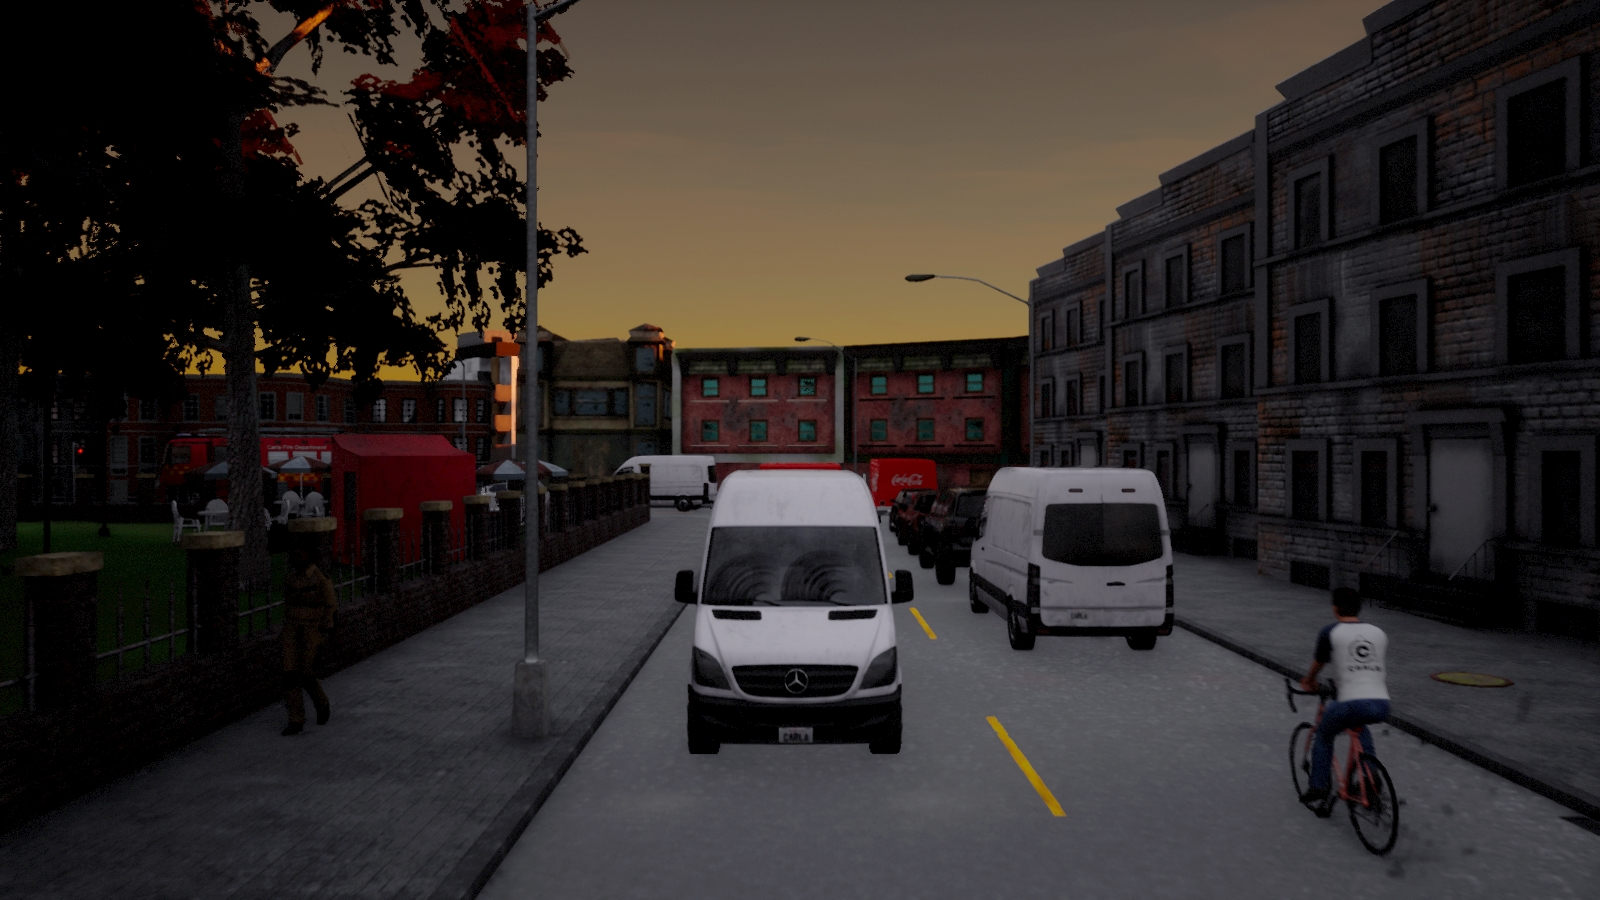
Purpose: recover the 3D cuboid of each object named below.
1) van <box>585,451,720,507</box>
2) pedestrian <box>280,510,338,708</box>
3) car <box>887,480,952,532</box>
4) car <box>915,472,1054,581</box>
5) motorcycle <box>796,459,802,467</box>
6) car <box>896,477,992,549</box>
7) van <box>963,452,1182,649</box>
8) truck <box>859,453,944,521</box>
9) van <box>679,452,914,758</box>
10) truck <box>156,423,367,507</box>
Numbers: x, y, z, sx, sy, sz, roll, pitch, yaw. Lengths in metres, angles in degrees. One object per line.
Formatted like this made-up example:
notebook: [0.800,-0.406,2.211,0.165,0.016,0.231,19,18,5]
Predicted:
van: [-6.825,1.315,53.189,5.915,2.561,1.988,0,0,10]
pedestrian: [-4.763,1.525,11.094,0.375,1.860,0.375,0,0,5]
car: [3.902,1.806,37.852,1.789,1.549,3.705,0,0,0]
car: [3.907,1.559,25.259,2.150,2.045,5.566,0,0,0]
motorcycle: [-0.145,1.961,178.450,0.856,1.236,1.805,0,0,0]
car: [3.954,1.686,32.054,2.097,1.767,4.553,0,0,0]
van: [3.967,1.315,17.836,1.988,2.561,5.915,0,0,0]
truck: [3.831,1.349,44.221,2.627,2.467,5.204,0,0,-2]
van: [-0.056,1.314,12.597,1.988,2.561,5.915,0,0,-1]
truck: [-24.974,0.670,53.304,8.468,3.827,2.891,0,0,-1]
